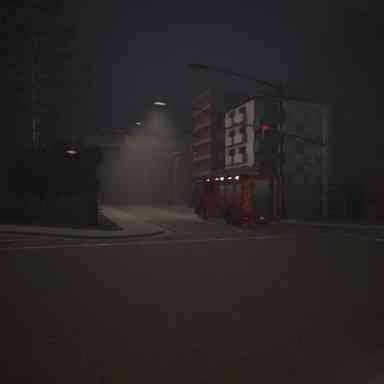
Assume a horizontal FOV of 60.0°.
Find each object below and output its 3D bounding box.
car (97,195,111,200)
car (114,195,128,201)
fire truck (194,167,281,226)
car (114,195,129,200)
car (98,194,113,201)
[{"bbox_3d":[-21.428,1.301,81.259,1.853,1.218,4.536,0,0,5],"label":"car"},{"bbox_3d":[-17.416,1.458,82.335,2.038,1.542,4.974,0,0,-40],"label":"car"},{"bbox_3d":[2.976,0.338,24.571,2.891,3.827,8.468,0,0,-20],"label":"fire truck"},{"bbox_3d":[-17.449,1.301,82.375,1.853,1.218,4.536,0,0,-40],"label":"car"},{"bbox_3d":[-21.432,1.459,81.207,2.038,1.542,4.974,0,0,5],"label":"car"}]
